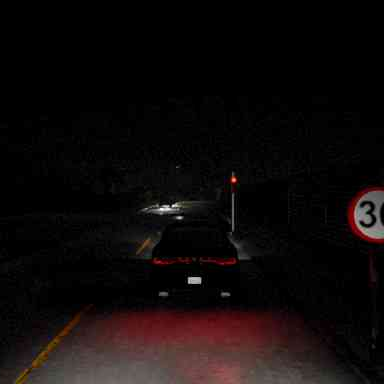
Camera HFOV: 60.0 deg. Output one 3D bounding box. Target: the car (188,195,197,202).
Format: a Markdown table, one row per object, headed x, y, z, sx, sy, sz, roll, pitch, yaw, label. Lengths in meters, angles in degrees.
| x | y | z | sx | sy | sz | roll | pitch | yaw | label |
| --- | --- | --- | --- | --- | --- | --- | --- | --- | --- |
| 0.182 | 1.339 | 71.375 | 1.812 | 1.442 | 4.674 | 0 | 0 | 0 | car |

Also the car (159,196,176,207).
| x | y | z | sx | sy | sz | roll | pitch | yaw | label |
| --- | --- | --- | --- | --- | --- | --- | --- | --- | --- |
| -3.965 | 1.491 | 50.921 | 2.128 | 1.511 | 4.902 | 0 | 0 | 0 | car |

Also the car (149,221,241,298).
| x | y | z | sx | sy | sz | roll | pitch | yaw | label |
| --- | --- | --- | --- | --- | --- | --- | --- | --- | --- |
| 0.073 | 1.478 | 8.600 | 1.882 | 1.535 | 5.008 | 0 | 0 | 1 | car |

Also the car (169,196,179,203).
| x | y | z | sx | sy | sz | roll | pitch | yaw | label |
| --- | --- | --- | --- | --- | --- | --- | --- | --- | --- |
| -3.820 | 1.595 | 70.453 | 1.895 | 1.301 | 4.718 | 0 | 0 | 0 | car |

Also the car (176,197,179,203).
| x | y | z | sx | sy | sz | roll | pitch | yaw | label |
| --- | --- | --- | --- | --- | --- | --- | --- | --- | --- |
| -3.918 | 1.492 | 60.401 | 2.128 | 1.511 | 4.902 | 0 | 0 | 0 | car |
